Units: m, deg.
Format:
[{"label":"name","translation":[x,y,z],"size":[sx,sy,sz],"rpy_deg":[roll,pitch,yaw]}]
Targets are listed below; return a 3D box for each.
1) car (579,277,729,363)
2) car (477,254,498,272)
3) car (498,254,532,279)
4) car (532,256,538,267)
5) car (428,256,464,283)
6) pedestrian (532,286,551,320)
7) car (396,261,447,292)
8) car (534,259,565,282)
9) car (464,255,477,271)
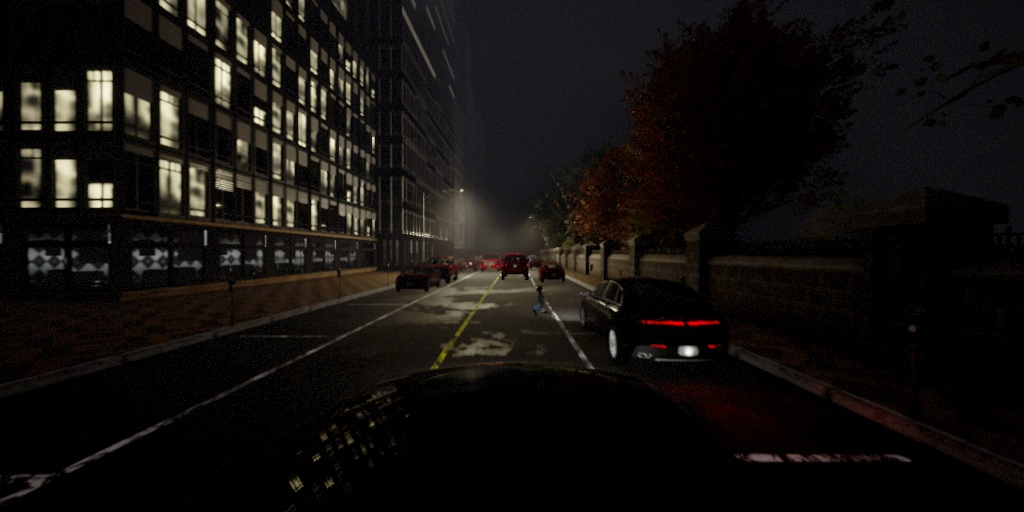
[{"label":"car","translation":[2.762,1.220,8.018],"size":[1.837,1.490,4.892],"rpy_deg":[0,0,0]},{"label":"car","translation":[-2.415,0.746,41.595],"size":[2.150,2.045,5.566],"rpy_deg":[0,0,1]},{"label":"car","translation":[0.282,0.815,29.888],"size":[2.150,2.045,5.566],"rpy_deg":[0,1,1]},{"label":"car","translation":[3.294,1.026,49.223],"size":[1.888,1.381,4.507],"rpy_deg":[0,0,1]},{"label":"car","translation":[-5.156,0.925,26.078],"size":[2.192,1.841,5.009],"rpy_deg":[0,0,1]},{"label":"pedestrian","translation":[0.904,0.991,10.964],"size":[0.375,1.860,0.375],"rpy_deg":[0,0,0]},{"label":"car","translation":[-5.218,1.187,20.452],"size":[1.888,1.381,4.507],"rpy_deg":[0,0,1]},{"label":"car","translation":[2.877,1.154,26.664],"size":[1.888,1.381,4.507],"rpy_deg":[0,0,1]},{"label":"car","translation":[-5.020,0.829,42.953],"size":[2.192,1.841,5.009],"rpy_deg":[0,0,1]}]
